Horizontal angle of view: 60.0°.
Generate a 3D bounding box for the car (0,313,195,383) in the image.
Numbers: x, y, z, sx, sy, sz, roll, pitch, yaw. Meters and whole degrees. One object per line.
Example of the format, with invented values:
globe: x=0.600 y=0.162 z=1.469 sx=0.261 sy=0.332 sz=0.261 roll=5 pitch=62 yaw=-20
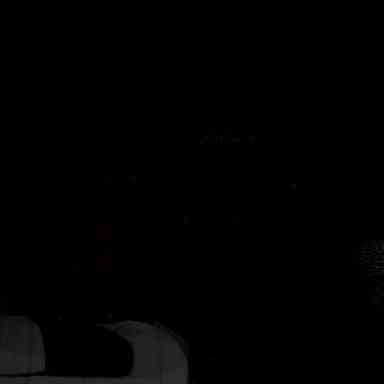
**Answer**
car: x=-2.025 y=1.522 z=1.529 sx=4.674 sy=1.442 sz=1.812 roll=0 pitch=0 yaw=-35
